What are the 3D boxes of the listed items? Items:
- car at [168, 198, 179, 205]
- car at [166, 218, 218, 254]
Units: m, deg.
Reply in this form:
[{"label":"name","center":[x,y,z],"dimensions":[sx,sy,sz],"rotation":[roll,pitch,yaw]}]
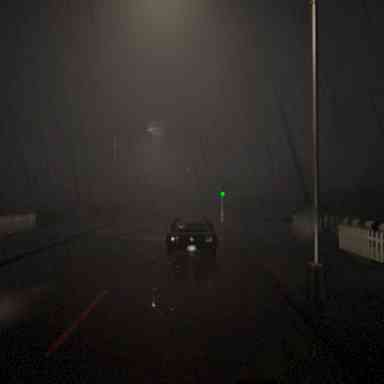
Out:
[{"label":"car","center":[-4.025,2.043,73.304],"dimensions":[2.097,1.767,4.553],"rotation":[0,-1,0]},{"label":"car","center":[-0.003,1.734,14.104],"dimensions":[1.895,1.301,4.718],"rotation":[0,0,0]}]
